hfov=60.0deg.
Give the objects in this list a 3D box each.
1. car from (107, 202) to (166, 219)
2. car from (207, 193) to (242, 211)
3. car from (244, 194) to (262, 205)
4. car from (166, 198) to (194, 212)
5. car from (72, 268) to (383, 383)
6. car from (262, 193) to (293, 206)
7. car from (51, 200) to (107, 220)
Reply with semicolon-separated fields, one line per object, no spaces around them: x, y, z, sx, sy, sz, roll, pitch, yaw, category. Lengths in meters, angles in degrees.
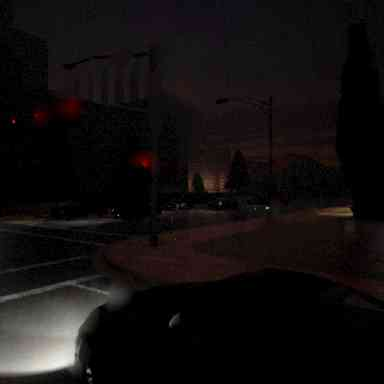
-4.780;1.601;29.225;1.895;1.301;4.718;0;0;36;car
3.843;1.356;41.062;2.097;1.767;4.553;0;0;38;car
11.387;1.547;57.255;2.033;1.411;5.357;0;0;36;car
-1.694;1.503;39.422;1.837;1.490;4.892;0;1;36;car
0.639;1.564;3.545;4.181;1.385;1.994;0;0;35;car
14.271;1.317;55.268;2.150;2.045;5.566;0;0;36;car
-9.583;1.478;28.585;1.882;1.535;5.008;0;0;36;car
